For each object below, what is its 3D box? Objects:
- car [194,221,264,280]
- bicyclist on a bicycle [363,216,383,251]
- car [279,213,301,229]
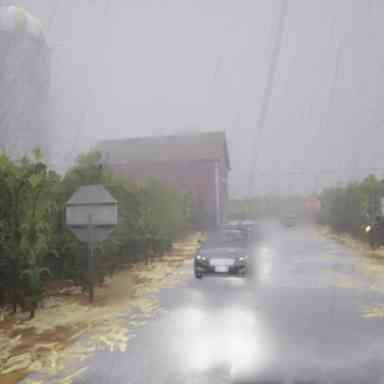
[{"bbox_3d":[1.364,1.983,11.646,2.128,1.511,4.902,-2,-3,13],"label":"car"},{"bbox_3d":[8.937,1.965,15.658,1.656,1.620,0.582,-2,-3,13],"label":"bicyclist on a bicycle"},{"bbox_3d":[9.620,2.812,32.633,2.128,1.511,4.902,-2,-3,15],"label":"car"}]
